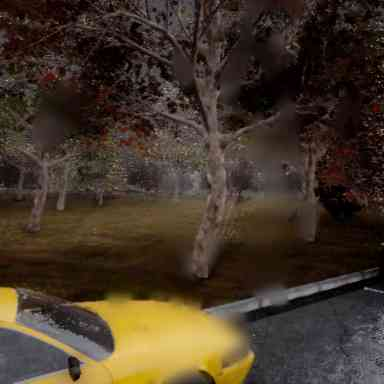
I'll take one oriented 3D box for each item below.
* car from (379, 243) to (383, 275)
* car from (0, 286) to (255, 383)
[{"bbox_3d":[7.069,1.630,9.095,4.792,1.488,2.163,1,-1,-33],"label":"car"},{"bbox_3d":[-1.872,1.477,2.713,5.366,1.575,1.946,1,-1,-33],"label":"car"}]
